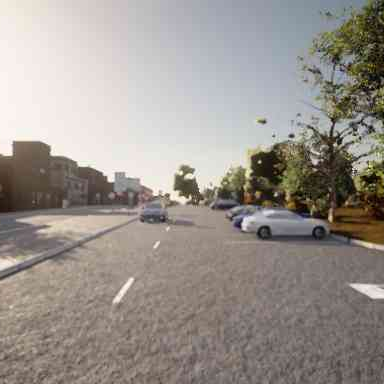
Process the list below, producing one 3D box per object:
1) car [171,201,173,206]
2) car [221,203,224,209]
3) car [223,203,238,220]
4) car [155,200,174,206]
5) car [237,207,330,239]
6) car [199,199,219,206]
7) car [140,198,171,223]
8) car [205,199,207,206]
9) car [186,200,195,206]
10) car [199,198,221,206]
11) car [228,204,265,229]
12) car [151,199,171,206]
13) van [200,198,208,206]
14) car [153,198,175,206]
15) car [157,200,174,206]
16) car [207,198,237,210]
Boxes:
[{"bbox_3d":[-7.586,2.545,76.752,5.366,1.575,1.946,0,-2,-1],"label":"car"},{"bbox_3d":[5.075,1.855,27.922,4.674,1.452,2.002,0,-1,0],"label":"car"},{"bbox_3d":[5.073,1.777,24.646,4.892,1.521,2.231,0,-1,0],"label":"car"},{"bbox_3d":[-7.552,3.081,91.806,5.008,1.535,2.097,0,-2,-1],"label":"car"},{"bbox_3d":[5.078,1.739,18.224,4.674,1.452,2.002,0,-1,0],"label":"car"},{"bbox_3d":[4.670,2.876,92.848,5.566,2.045,2.435,0,-2,-1],"label":"car"},{"bbox_3d":[-3.273,1.701,29.220,2.097,1.767,4.553,0,-1,0],"label":"car"},{"bbox_3d":[5.030,2.185,55.426,4.674,1.452,2.002,0,-1,0],"label":"car"},{"bbox_3d":[-0.270,2.634,81.627,1.837,1.490,4.892,0,-2,-1],"label":"car"},{"bbox_3d":[4.744,2.651,87.391,5.566,2.045,2.435,0,-2,-1],"label":"car"},{"bbox_3d":[5.085,1.736,21.373,5.008,1.535,2.097,0,-1,0],"label":"car"},{"bbox_3d":[-7.396,2.508,79.674,4.553,1.767,2.185,0,-2,-1],"label":"car"},{"bbox_3d":[4.756,2.310,76.222,4.442,1.987,1.878,0,-2,-1],"label":"van"},{"bbox_3d":[-7.489,2.708,88.902,5.566,2.045,2.435,0,-2,-1],"label":"car"},{"bbox_3d":[-7.567,3.084,94.845,4.553,1.767,2.185,0,-2,-1],"label":"car"},{"bbox_3d":[5.103,1.980,52.258,4.553,1.767,2.185,0,-1,0],"label":"car"}]
